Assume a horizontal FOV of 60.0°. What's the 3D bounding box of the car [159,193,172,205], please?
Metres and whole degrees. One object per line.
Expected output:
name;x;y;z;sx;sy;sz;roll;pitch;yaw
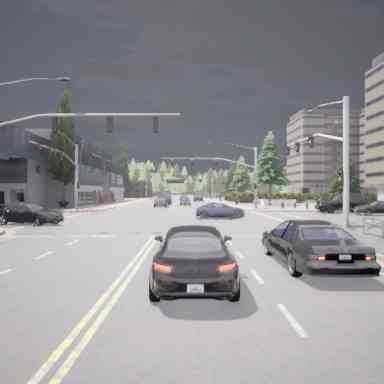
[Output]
car;-5.017;1.273;59.794;2.150;2.045;5.566;0;0;-1

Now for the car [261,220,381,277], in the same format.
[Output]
car;3.533;1.556;10.198;2.033;1.411;5.357;0;0;0

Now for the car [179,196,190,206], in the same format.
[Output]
car;-1.259;1.597;56.880;2.033;1.411;5.357;0;0;-1

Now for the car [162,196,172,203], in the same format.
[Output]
car;-5.215;1.561;70.154;1.837;1.490;4.892;0;0;-1

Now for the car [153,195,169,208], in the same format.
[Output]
car;-4.780;1.569;50.367;1.812;1.442;4.674;0;0;-2

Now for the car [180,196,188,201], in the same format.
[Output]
car;-2.074;1.626;84.112;1.994;1.385;4.181;0;0;-1

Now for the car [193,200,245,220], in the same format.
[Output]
car;2.335;1.588;28.154;4.181;1.385;1.994;0;0;-3

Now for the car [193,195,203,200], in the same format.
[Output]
car;1.569;1.546;78.631;1.882;1.535;5.008;0;0;-1

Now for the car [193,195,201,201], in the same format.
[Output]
car;1.307;1.577;88.769;1.837;1.490;4.892;0;0;-1

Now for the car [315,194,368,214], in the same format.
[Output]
car;16.286;1.254;35.925;5.566;2.045;2.150;0;0;-2

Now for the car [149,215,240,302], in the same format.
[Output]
car;0.036;1.533;8.141;1.812;1.442;4.674;0;0;-1

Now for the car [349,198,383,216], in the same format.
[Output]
car;18.222;1.554;32.457;4.674;1.442;1.812;0;0;-2

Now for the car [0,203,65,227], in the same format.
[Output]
car;-11.048;1.525;22.712;4.892;1.490;1.837;0;-1;18
